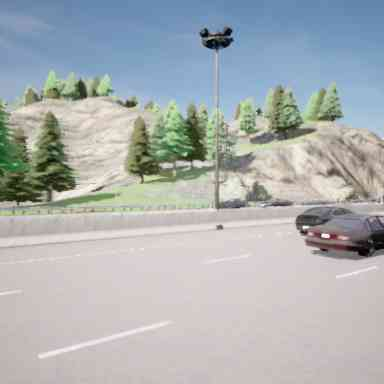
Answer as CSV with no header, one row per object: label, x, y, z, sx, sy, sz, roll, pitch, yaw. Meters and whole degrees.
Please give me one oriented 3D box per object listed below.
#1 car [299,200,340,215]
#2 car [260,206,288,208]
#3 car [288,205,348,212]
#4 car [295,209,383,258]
car,13.482,1.571,35.085,4.181,1.385,1.994,0,0,-35
car,10.599,1.497,41.631,4.902,1.511,2.128,0,0,-35
car,7.555,1.507,17.744,4.892,1.490,1.837,0,0,-36
car,6.641,1.550,12.866,5.357,1.411,2.033,0,0,-35
